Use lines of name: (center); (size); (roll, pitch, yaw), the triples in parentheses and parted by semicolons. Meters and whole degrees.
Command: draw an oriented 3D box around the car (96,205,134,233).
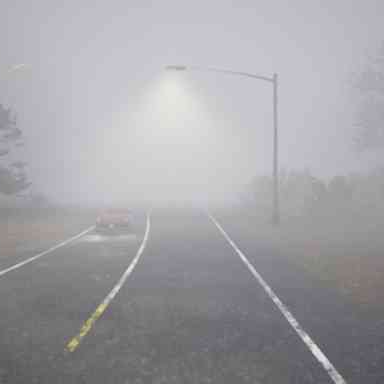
car: (-4.528, 1.519, 19.994); (1.812, 1.442, 4.674); (0, 0, -6)
